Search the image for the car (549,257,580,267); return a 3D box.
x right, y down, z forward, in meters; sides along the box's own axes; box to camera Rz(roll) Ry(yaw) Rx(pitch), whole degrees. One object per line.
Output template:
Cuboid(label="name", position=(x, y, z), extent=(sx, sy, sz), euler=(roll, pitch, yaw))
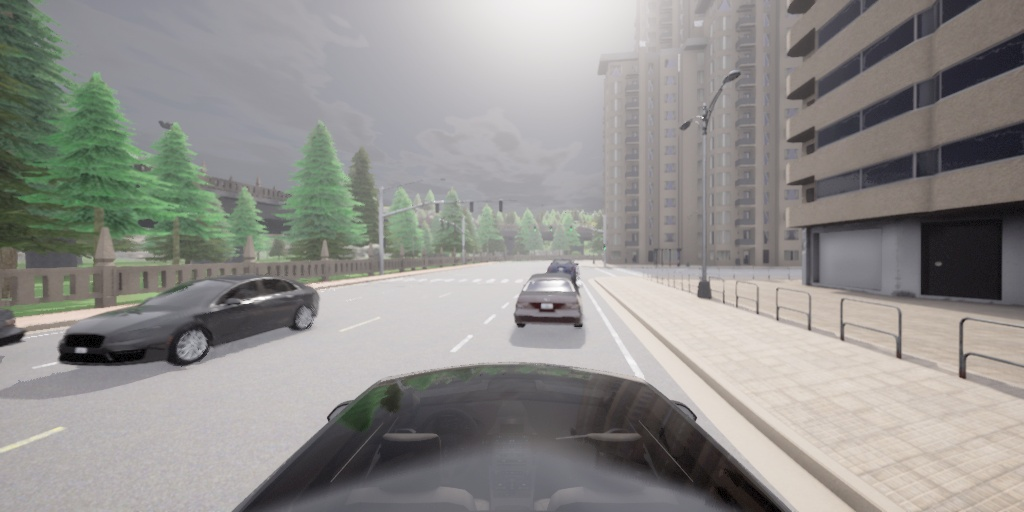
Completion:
Cuboid(label="car", position=(4.112, 0.940, 27.902), extent=(2.097, 1.767, 4.553), euler=(0, 0, 16))

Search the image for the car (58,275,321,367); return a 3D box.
Cuboid(label="car", position=(-6.468, 1.220, 8.051), extent=(1.837, 1.490, 4.892), euler=(0, 0, 8))

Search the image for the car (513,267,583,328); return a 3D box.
Cuboid(label="car", position=(1.222, 1.239, 11.138), extent=(2.033, 1.411, 5.357), euler=(0, 0, 9))

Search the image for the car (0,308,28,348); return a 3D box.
Cuboid(label="car", position=(-10.325, 1.288, 4.391), extent=(2.033, 1.411, 5.357), euler=(0, 0, 4))
